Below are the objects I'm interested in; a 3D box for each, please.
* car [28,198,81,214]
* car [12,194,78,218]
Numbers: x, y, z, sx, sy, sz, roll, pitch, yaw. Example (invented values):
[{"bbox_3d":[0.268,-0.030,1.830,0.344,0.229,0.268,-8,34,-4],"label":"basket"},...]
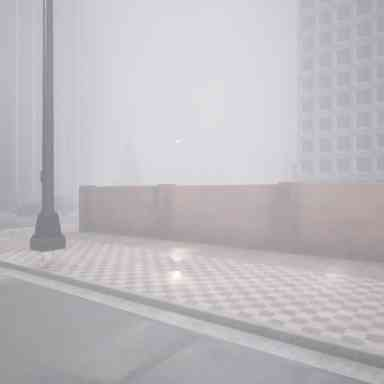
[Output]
[{"bbox_3d":[-14.711,1.477,35.855,1.882,1.535,5.008,0,0,35],"label":"car"},{"bbox_3d":[-13.752,1.221,31.135,2.150,2.045,5.566,0,0,35],"label":"car"}]
